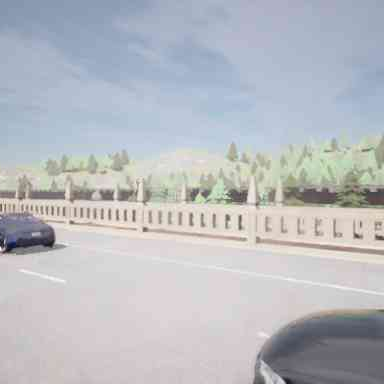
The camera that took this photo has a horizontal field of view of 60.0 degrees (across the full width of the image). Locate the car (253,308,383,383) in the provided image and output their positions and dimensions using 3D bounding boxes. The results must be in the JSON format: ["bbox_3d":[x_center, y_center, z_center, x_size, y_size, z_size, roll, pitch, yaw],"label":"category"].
[{"bbox_3d":[2.756,1.494,2.013,4.902,1.511,2.128,0,0,36],"label":"car"}]

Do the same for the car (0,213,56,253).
[{"bbox_3d":[-7.461,1.543,13.614,4.181,1.385,1.994,0,0,36],"label":"car"}]
